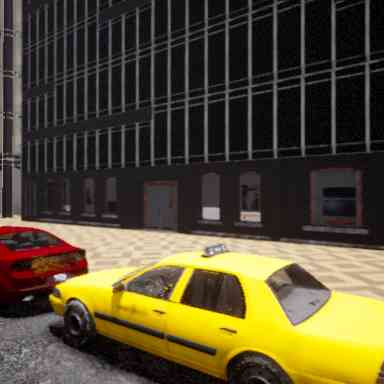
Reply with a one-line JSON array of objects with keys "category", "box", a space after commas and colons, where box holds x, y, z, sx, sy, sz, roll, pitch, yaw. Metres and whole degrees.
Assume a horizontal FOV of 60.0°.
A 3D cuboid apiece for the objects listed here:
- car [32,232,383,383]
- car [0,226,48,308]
[{"category": "car", "box": [0.079, 1.500, 4.701, 5.366, 1.575, 1.801, -1, -1, 36]}, {"category": "car", "box": [-4.640, 1.577, 8.090, 5.008, 1.535, 1.882, -1, -1, 36]}]
